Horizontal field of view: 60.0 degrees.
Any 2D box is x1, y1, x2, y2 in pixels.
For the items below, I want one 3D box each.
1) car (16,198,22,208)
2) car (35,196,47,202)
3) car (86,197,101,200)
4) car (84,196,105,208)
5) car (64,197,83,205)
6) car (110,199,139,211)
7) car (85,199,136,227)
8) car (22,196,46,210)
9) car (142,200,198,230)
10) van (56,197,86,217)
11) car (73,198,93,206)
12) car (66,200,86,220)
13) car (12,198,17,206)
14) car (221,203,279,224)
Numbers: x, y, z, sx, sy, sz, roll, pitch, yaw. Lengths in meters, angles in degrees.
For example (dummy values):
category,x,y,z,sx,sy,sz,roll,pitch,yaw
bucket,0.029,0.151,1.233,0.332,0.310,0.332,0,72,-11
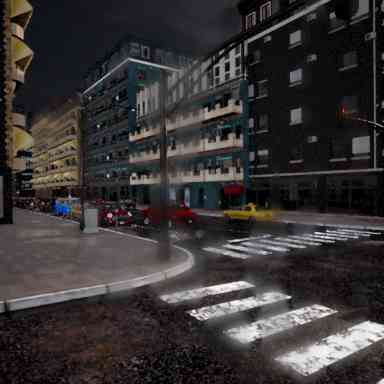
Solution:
category,x,y,z,sx,sy,sz,roll,pitch,yaw
car,-25.115,1.770,50.963,1.947,1.339,4.313,-1,1,-35
car,-37.562,1.728,82.868,1.887,1.381,4.507,-1,1,-35
car,-11.544,1.602,36.397,2.128,1.511,4.902,-1,0,-35
car,-15.081,1.502,51.318,1.967,1.590,4.097,-1,1,-35
car,-21.503,1.645,60.333,2.008,1.369,4.403,-1,1,-35
car,-8.655,1.581,42.305,2.008,1.369,4.403,-1,1,-35
car,-5.845,1.553,23.922,1.967,1.590,4.097,-1,1,-35
car,-21.905,1.628,46.456,1.967,1.590,4.097,-1,1,-35
car,-1.555,1.542,22.364,1.882,1.535,5.008,-1,0,-35
van,-12.270,1.483,32.934,1.690,1.788,3.998,-1,1,-35
car,-18.291,1.644,55.826,1.947,1.339,4.313,-1,1,-35
car,-8.957,1.652,28.290,1.752,1.417,4.829,-1,1,-35
car,-31.539,1.782,59.977,1.887,1.381,4.507,-1,1,-35
car,4.093,1.498,24.417,1.752,1.417,4.829,-1,1,-35
